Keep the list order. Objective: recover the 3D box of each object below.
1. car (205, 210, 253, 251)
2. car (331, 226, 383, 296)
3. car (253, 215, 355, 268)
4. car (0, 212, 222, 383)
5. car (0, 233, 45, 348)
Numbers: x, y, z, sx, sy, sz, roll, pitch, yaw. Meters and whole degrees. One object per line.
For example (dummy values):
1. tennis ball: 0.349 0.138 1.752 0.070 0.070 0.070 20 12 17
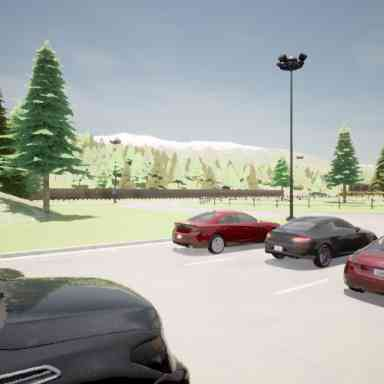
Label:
1. car: 1.566 1.478 13.517 5.008 1.535 1.882 0 0 -35
2. car: 5.386 1.564 7.651 4.181 1.385 1.994 0 0 -34
3. car: 4.458 1.526 11.272 4.674 1.442 1.812 0 0 -35
4. car: -2.673 1.222 1.836 5.566 2.045 2.150 0 0 -36
5. car: -5.056 1.548 4.435 5.357 1.411 2.033 0 0 -36
